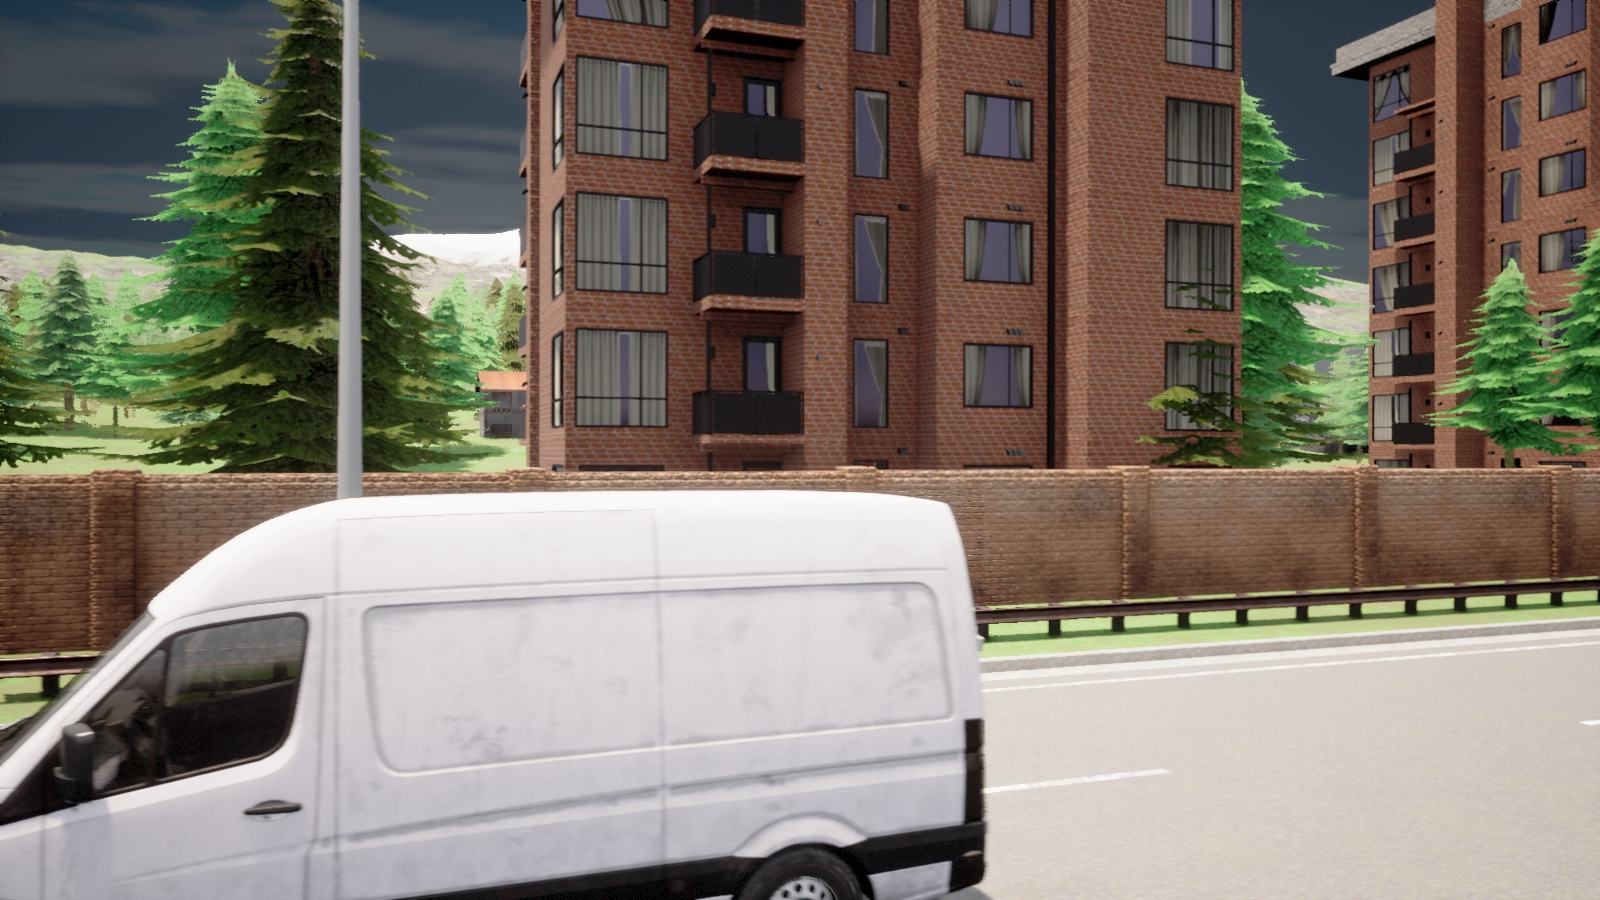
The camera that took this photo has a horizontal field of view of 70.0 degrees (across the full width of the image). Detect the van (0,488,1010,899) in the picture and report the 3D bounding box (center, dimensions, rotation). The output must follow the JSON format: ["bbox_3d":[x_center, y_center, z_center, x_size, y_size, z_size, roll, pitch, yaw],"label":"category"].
[{"bbox_3d":[-1.953,1.538,6.302,5.915,2.561,1.988,0,0,-20],"label":"van"}]
